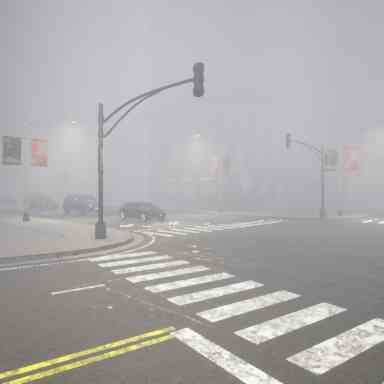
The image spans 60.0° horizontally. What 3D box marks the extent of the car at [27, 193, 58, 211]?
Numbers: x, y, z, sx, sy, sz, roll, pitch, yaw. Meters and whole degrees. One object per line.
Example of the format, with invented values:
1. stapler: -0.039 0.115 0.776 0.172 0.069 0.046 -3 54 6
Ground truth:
1. car: -18.120 1.333 40.576 2.097 1.767 4.553 0 0 -45

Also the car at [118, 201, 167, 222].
1. car: -4.004 1.495 26.439 1.837 1.490 4.892 0 0 -44

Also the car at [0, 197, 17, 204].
1. car: -33.655 1.532 60.987 1.994 1.385 4.181 0 0 -45

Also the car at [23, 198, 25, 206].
1. car: -24.419 1.199 51.741 2.150 2.045 5.566 0 0 -45

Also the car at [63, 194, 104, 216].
1. car: -11.022 1.207 33.463 2.150 2.045 5.566 0 0 -45
